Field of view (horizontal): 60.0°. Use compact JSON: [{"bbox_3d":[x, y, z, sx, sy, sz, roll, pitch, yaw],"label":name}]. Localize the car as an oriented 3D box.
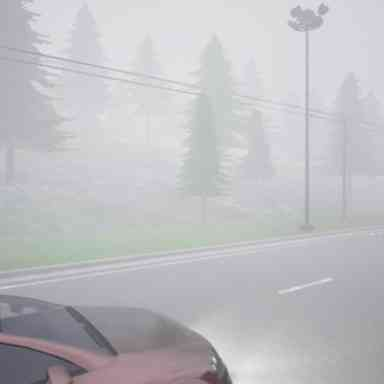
[{"bbox_3d":[-1.664,1.564,2.559,4.181,1.385,1.994,0,0,-36],"label":"car"}]
